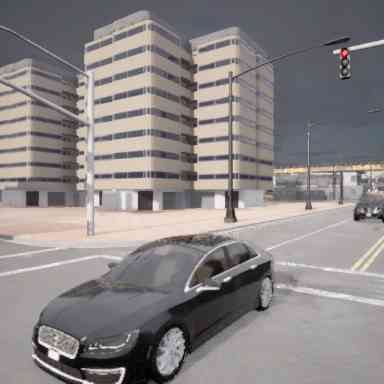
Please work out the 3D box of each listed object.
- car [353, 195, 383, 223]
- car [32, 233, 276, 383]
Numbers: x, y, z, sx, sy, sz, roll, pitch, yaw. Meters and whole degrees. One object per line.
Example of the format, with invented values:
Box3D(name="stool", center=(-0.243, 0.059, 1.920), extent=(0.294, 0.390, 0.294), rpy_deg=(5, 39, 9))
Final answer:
Box3D(name="car", center=(14.027, 1.243, 25.673), extent=(2.150, 2.045, 5.566), rpy_deg=(0, 0, 35))
Box3D(name="car", center=(-0.133, 1.551, 5.666), extent=(1.837, 1.490, 4.892), rpy_deg=(0, 0, 35))
